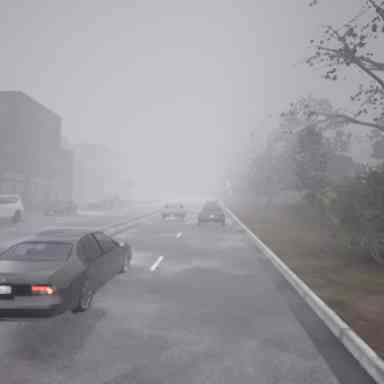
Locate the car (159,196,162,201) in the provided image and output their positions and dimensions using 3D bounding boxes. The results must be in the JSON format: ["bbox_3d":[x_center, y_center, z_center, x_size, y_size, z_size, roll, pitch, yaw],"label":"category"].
[{"bbox_3d":[-10.144,1.687,88.894,2.231,1.521,4.892,0,0,3],"label":"car"}]

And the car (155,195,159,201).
[{"bbox_3d":[-10.451,1.415,83.220,2.435,2.045,5.566,0,0,3],"label":"car"}]

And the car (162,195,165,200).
[{"bbox_3d":[-9.840,1.706,94.412,2.231,1.521,4.892,0,0,3],"label":"car"}]

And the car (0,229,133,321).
[{"bbox_3d":[-2.803,1.562,7.629,2.033,1.411,5.357,0,0,3],"label":"car"}]

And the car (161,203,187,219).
[{"bbox_3d":[-1.511,1.686,29.913,1.895,1.301,4.718,0,0,3],"label":"car"}]

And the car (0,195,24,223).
[{"bbox_3d":[-13.756,1.210,22.660,2.435,2.045,5.566,0,0,3],"label":"car"}]

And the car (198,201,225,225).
[{"bbox_3d":[1.453,1.640,24.865,1.994,1.385,4.181,0,0,3],"label":"car"}]

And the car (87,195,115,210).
[{"bbox_3d":[-12.551,1.537,44.761,2.231,1.521,4.892,0,0,3],"label":"car"}]

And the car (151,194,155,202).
[{"bbox_3d":[-10.761,1.644,77.545,1.946,1.575,5.366,0,0,3],"label":"car"}]

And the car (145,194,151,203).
[{"bbox_3d":[-11.051,1.504,72.245,2.185,1.767,4.553,0,0,3],"label":"car"}]

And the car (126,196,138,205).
[{"bbox_3d":[-11.794,1.588,59.652,2.231,1.521,4.892,0,0,4],"label":"car"}]

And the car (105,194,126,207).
[{"bbox_3d":[-12.252,1.303,50.243,2.435,2.045,5.566,0,0,3],"label":"car"}]

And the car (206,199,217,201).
[{"bbox_3d":[2.480,1.622,42.320,2.128,1.511,4.902,0,0,3],"label":"car"}]

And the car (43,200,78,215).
[{"bbox_3d":[-13.160,1.528,33.689,2.163,1.488,4.792,0,0,3],"label":"car"}]

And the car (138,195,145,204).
[{"bbox_3d":[-11.364,1.607,66.511,1.946,1.575,5.366,0,0,3],"label":"car"}]
